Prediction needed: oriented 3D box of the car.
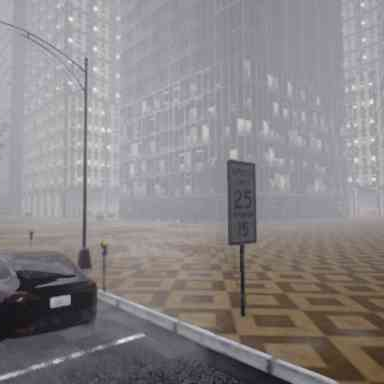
[{"bbox_3d":[-3.536,1.868,6.904,1.947,1.339,4.313,4,-4,-43],"label":"car"}]
